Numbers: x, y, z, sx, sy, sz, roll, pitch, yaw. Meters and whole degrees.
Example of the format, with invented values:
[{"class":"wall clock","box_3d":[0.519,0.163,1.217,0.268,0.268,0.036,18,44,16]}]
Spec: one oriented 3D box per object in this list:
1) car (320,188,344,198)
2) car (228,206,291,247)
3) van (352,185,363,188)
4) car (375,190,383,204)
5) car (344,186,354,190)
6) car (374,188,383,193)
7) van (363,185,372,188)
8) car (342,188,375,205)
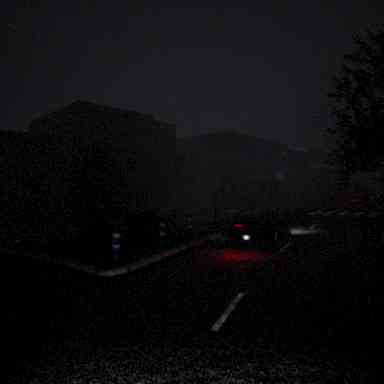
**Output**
[{"class":"car","box_3d":[24.009,0.279,57.948,2.097,1.535,5.008,-1,1,43]},{"class":"car","box_3d":[3.090,1.398,14.630,1.837,1.490,4.892,-1,1,26]},{"class":"van","box_3d":[31.531,-0.303,65.891,4.442,1.987,1.878,-2,1,-45]},{"class":"car","box_3d":[22.818,0.734,38.151,1.895,1.301,4.718,-1,1,38]},{"class":"car","box_3d":[27.741,0.132,61.976,2.163,1.488,4.792,-1,1,44]},{"class":"car","box_3d":[26.136,0.510,47.038,1.895,1.301,4.718,-1,1,42]},{"class":"van","box_3d":[35.455,-0.472,69.797,4.442,1.987,1.878,-2,1,-43]},{"class":"car","box_3d":[19.833,0.670,39.415,1.882,1.535,5.008,-1,1,39]}]
